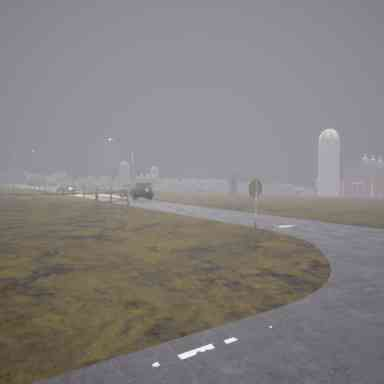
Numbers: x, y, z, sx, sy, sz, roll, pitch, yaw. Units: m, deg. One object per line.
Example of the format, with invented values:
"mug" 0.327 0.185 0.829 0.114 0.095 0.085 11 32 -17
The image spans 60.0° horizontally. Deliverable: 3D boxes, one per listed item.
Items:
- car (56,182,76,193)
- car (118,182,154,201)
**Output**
"car" -18.865 -0.690 49.805 2.128 1.511 4.902 2 2 -36
"car" -6.280 -0.137 37.015 2.150 2.045 5.566 2 2 -35
